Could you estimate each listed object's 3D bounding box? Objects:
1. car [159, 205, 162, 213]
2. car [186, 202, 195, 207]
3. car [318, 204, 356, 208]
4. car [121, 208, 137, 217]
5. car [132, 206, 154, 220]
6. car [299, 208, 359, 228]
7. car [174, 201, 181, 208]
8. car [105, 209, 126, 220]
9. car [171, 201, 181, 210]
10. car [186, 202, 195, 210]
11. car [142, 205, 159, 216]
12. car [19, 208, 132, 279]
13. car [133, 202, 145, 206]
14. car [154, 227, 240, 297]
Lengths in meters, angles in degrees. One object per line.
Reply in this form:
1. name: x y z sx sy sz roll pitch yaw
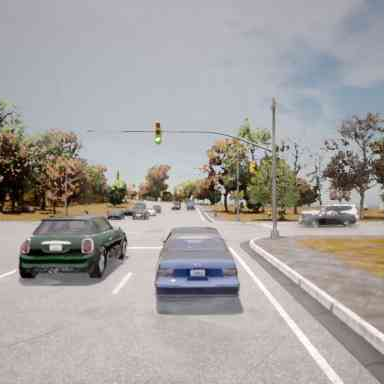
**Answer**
1. car: -7.269 3.474 67.907 1.837 1.490 4.892 0 0 0
2. car: -0.427 3.287 87.896 1.994 1.385 4.181 0 0 -4
3. car: 13.646 2.263 33.113 5.566 2.045 2.150 0 -3 -2
4. car: -10.800 3.492 57.401 1.895 1.301 4.718 0 -1 0
5. car: -7.270 3.148 47.725 2.128 1.511 4.902 0 -2 1
6. car: 12.010 2.371 29.575 4.902 1.511 2.128 0 -3 -2
7. car: -3.925 3.230 87.798 1.837 1.490 4.892 0 0 -4
8. car: -10.811 3.199 47.525 2.033 1.411 5.357 0 -2 -3
9. car: -3.794 3.523 77.765 1.895 1.301 4.718 0 0 0
10. car: -0.293 3.451 77.713 1.812 1.442 4.674 0 0 0
11. car: -7.298 3.421 57.617 1.812 1.442 4.674 0 -1 0
12. car: -3.456 1.486 10.563 2.097 1.767 4.553 0 -1 0
13. car: -10.759 3.190 68.159 2.150 2.045 5.566 0 0 0
14. car: 0.058 1.645 8.879 2.033 1.411 5.357 0 -1 -1
